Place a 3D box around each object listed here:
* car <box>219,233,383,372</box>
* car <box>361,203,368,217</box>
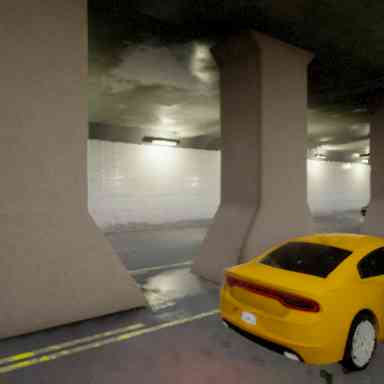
[{"bbox_3d":[2.747,1.455,5.705,5.008,1.535,1.882,0,0,-35],"label":"car"},{"bbox_3d":[16.418,1.370,28.589,4.902,1.511,2.128,0,0,-35],"label":"car"}]
